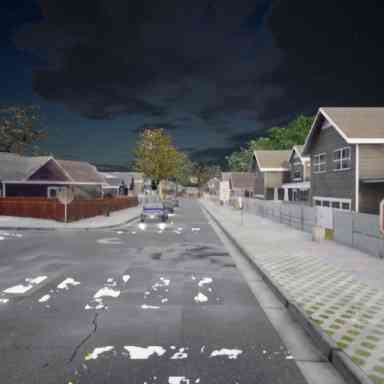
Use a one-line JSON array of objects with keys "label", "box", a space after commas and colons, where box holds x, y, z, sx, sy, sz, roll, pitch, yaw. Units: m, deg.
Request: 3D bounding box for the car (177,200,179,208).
[{"label": "car", "box": [-2.975, 1.620, 49.954, 1.994, 1.385, 4.181, 0, 0, 0]}]

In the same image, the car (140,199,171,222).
[{"label": "car", "box": [-2.922, 1.536, 26.529, 1.812, 1.442, 4.674, 0, 0, 0]}]

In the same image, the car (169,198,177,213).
[{"label": "car", "box": [-2.953, 1.532, 36.713, 1.837, 1.490, 4.892, 0, 0, 0]}]
